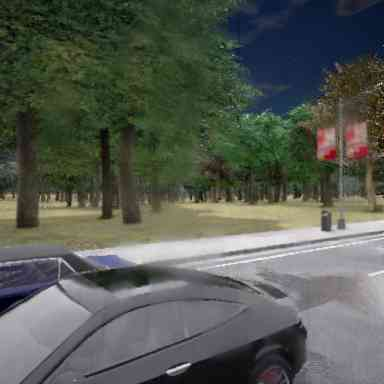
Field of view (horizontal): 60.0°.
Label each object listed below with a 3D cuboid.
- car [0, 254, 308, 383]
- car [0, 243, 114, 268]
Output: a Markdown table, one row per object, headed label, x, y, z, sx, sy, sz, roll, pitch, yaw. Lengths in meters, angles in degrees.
| label | x | y | z | sx | sy | sz | roll | pitch | yaw |
| --- | --- | --- | --- | --- | --- | --- | --- | --- | --- |
| car | -0.823 | 1.526 | 3.100 | 4.674 | 1.442 | 1.812 | 0 | 0 | -35 |
| car | -3.090 | 1.601 | 5.476 | 4.718 | 1.301 | 1.895 | 0 | 0 | -36 |
